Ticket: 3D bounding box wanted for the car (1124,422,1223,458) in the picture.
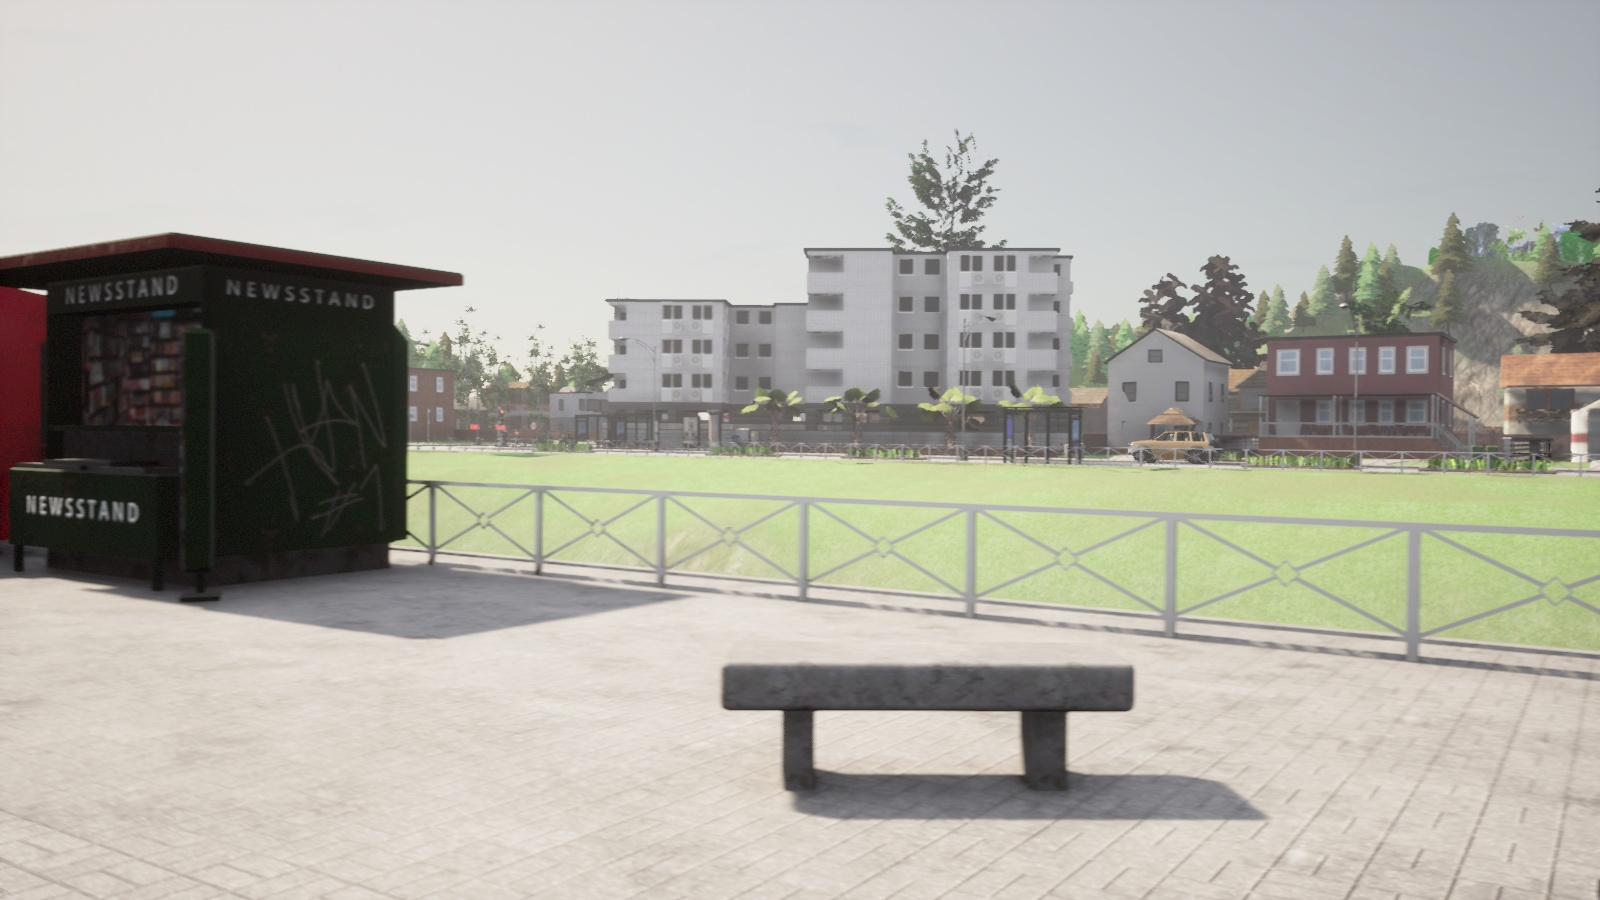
[{"bbox_3d":[19.424,-0.520,65.386,4.605,1.855,1.932,0,1,34],"label":"car"}]
